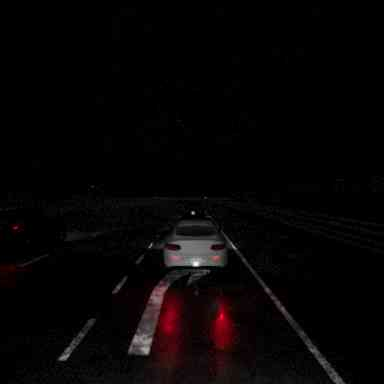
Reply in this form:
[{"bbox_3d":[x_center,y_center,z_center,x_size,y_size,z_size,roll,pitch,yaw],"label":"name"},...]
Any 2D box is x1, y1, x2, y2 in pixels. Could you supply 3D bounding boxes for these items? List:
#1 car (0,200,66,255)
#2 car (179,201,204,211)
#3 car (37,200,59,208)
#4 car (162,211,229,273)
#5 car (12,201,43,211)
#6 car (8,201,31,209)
[{"bbox_3d":[-6.905,1.396,13.608,2.097,1.767,4.553,0,0,0],"label":"car"},{"bbox_3d":[0.088,1.728,29.225,1.994,1.385,4.181,0,-1,0],"label":"car"},{"bbox_3d":[-28.027,2.324,64.872,2.128,1.511,4.902,0,-1,0],"label":"car"},{"bbox_3d":[0.096,1.558,10.622,1.812,1.442,4.674,0,0,0],"label":"car"},{"bbox_3d":[-24.574,2.034,50.007,2.033,1.411,5.357,0,-1,1],"label":"car"},{"bbox_3d":[-31.525,2.312,60.977,1.895,1.301,4.718,0,-1,0],"label":"car"}]
